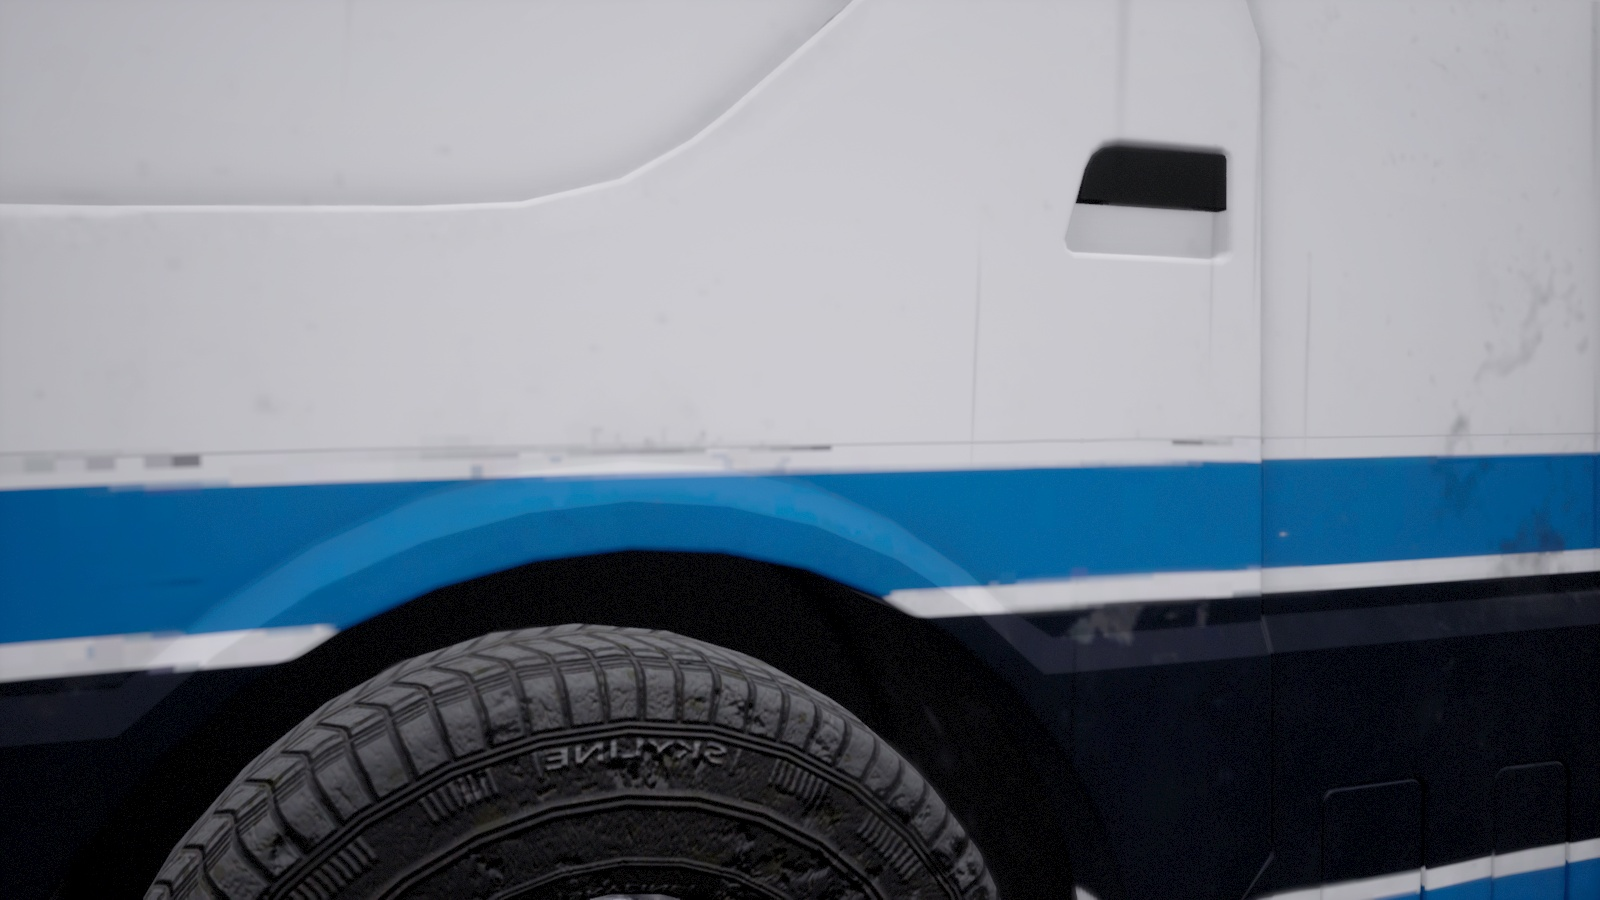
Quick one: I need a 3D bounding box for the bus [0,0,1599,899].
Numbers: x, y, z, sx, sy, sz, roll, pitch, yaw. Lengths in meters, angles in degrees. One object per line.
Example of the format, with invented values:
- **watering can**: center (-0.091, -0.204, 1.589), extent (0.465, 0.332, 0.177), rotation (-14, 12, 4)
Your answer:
- **bus**: center (2.066, -0.667, 4.006), extent (10.273, 4.253, 3.944), rotation (-2, 1, -21)
